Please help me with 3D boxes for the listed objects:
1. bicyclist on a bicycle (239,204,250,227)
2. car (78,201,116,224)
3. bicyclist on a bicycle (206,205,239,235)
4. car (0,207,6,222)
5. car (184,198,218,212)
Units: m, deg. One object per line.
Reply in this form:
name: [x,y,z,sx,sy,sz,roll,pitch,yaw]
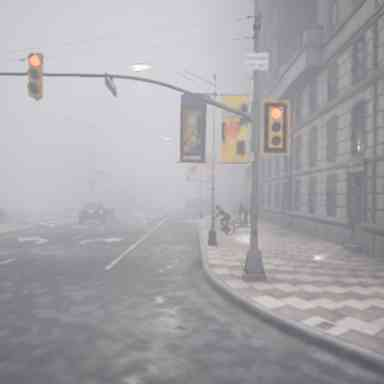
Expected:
bicyclist on a bicycle: [3.489,1.653,22.961,1.656,1.620,0.582,1,-1,-34]
car: [-7.751,1.582,27.557,2.097,1.767,4.553,1,-1,0]
bicyclist on a bicycle: [1.571,1.565,18.452,1.656,1.620,0.582,0,-1,16]
car: [-15.910,1.593,25.012,1.812,1.442,4.674,1,-1,0]
car: [1.459,1.874,49.132,5.566,2.045,2.150,1,-1,-39]
